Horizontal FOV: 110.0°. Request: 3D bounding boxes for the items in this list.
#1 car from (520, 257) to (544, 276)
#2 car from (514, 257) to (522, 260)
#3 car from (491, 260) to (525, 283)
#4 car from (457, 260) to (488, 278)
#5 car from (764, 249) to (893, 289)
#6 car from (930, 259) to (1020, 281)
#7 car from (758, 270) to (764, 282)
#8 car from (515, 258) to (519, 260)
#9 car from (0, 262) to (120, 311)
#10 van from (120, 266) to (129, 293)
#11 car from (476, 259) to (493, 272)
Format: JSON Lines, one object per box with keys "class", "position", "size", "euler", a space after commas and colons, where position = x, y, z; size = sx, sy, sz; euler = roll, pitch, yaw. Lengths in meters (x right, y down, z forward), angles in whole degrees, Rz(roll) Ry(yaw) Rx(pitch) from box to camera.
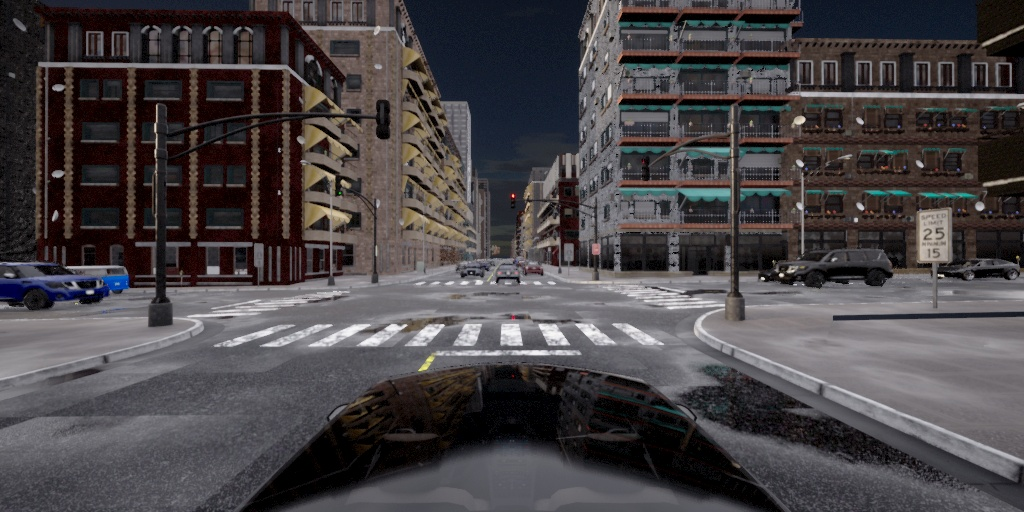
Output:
{"class": "car", "position": [2.118, 1.195, 36.740], "size": [1.967, 1.591, 4.097], "euler": [0, 0, -1]}
{"class": "car", "position": [1.655, 1.346, 64.407], "size": [1.802, 1.307, 4.207], "euler": [0, 0, -1]}
{"class": "car", "position": [-0.331, 1.300, 28.347], "size": [2.033, 1.411, 5.357], "euler": [0, 0, -1]}
{"class": "car", "position": [-3.619, 1.318, 33.638], "size": [1.994, 1.385, 4.181], "euler": [0, 0, -1]}
{"class": "car", "position": [17.629, 0.663, 19.843], "size": [5.566, 2.045, 2.150], "euler": [-1, 0, -1]}
{"class": "car", "position": [29.262, 0.830, 22.681], "size": [4.313, 1.339, 1.948], "euler": [0, 0, -1]}
{"class": "car", "position": [17.936, 1.013, 22.564], "size": [4.313, 1.339, 1.948], "euler": [0, 0, -1]}
{"class": "car", "position": [1.747, 1.344, 58.874], "size": [1.802, 1.307, 4.207], "euler": [0, 0, -1]}
{"class": "car", "position": [-21.419, 1.288, 15.795], "size": [5.566, 2.045, 2.150], "euler": [-1, 0, -1]}
{"class": "van", "position": [-25.691, 1.499, 21.628], "size": [3.998, 1.789, 1.690], "euler": [0, 0, -1]}
{"class": "car", "position": [-3.817, 1.358, 45.663], "size": [1.895, 1.301, 4.718], "euler": [0, 0, -1]}
